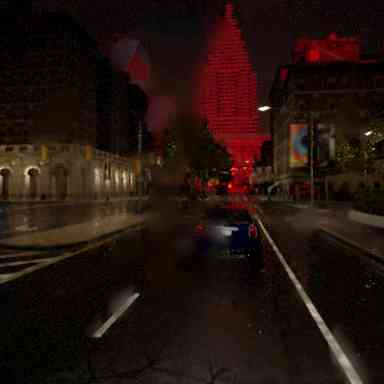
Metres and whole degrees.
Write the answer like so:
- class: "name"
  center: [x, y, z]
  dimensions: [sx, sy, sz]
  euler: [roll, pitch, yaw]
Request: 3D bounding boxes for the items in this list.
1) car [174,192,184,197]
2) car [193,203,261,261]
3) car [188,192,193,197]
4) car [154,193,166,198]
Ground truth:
- class: "car"
  center: [-3.361, 0.729, 86.321]
  dimensions: [1.895, 1.301, 4.718]
  euler: [0, 1, 8]
- class: "car"
  center: [1.349, 1.227, 12.093]
  dimensions: [2.097, 1.767, 4.553]
  euler: [0, 1, 9]
- class: "car"
  center: [0.109, 0.676, 85.864]
  dimensions: [2.033, 1.411, 5.357]
  euler: [0, 1, 8]
- class: "car"
  center: [-7.628, 0.801, 79.351]
  dimensions: [1.895, 1.301, 4.718]
  euler: [0, 1, 8]
